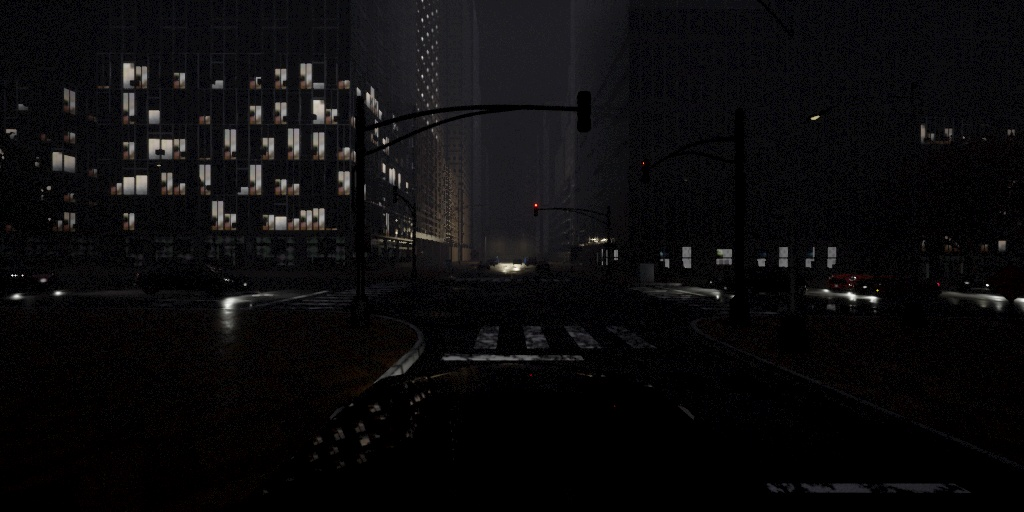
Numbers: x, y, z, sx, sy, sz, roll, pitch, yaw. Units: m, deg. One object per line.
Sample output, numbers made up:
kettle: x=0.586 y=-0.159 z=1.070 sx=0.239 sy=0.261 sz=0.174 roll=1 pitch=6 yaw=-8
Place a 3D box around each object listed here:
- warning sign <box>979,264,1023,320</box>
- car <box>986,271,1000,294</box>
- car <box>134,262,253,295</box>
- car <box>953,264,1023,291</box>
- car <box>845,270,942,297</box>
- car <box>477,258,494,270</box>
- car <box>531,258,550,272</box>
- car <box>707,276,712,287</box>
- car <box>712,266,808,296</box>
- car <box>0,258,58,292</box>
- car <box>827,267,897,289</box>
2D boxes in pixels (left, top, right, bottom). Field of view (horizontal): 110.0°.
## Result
warning sign: x=17.275 y=1.204 z=12.413 sx=1.060 sy=1.860 sz=1.300 roll=0 pitch=0 yaw=-3
car: x=34.025 y=1.934 z=22.647 sx=5.357 sy=1.411 sz=2.033 roll=1 pitch=0 yaw=-3
car: x=-14.950 y=1.026 z=16.927 sx=4.674 sy=1.442 sz=1.812 roll=1 pitch=0 yaw=-1
car: x=35.553 y=1.634 z=25.968 sx=5.566 sy=2.045 sz=2.150 roll=1 pitch=0 yaw=-3
car: x=23.726 y=1.766 z=22.175 sx=4.181 sy=1.385 sz=1.994 roll=1 pitch=0 yaw=-3
car: x=-4.026 y=1.343 z=51.708 sx=1.802 sy=1.307 sz=4.207 roll=0 pitch=0 yaw=0
car: x=3.927 y=1.329 z=46.215 sx=1.948 sy=1.339 sz=4.313 roll=0 pitch=0 yaw=0
car: x=16.187 y=1.591 z=25.076 sx=4.674 sy=1.442 sz=1.812 roll=1 pitch=0 yaw=-3
car: x=15.141 y=1.400 z=21.774 sx=4.553 sy=1.767 sz=2.097 roll=1 pitch=0 yaw=-3
car: x=-24.165 y=0.823 z=16.499 sx=4.902 sy=1.511 sz=2.128 roll=1 pitch=0 yaw=-3
car: x=25.229 y=1.579 z=25.494 sx=4.553 sy=1.767 sz=2.097 roll=1 pitch=0 yaw=-3
